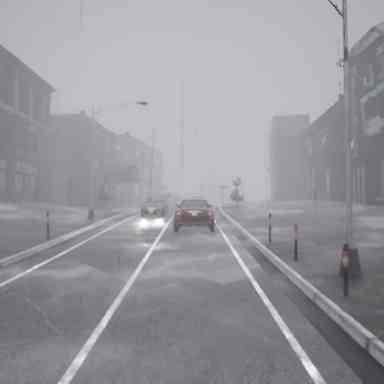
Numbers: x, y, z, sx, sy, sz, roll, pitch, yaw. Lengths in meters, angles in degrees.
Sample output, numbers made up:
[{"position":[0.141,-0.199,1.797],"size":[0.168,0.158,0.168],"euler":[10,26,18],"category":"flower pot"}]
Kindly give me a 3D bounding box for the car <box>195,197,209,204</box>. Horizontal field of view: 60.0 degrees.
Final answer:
[{"position":[1.988,1.623,66.912],"size":[1.895,1.301,4.718],"euler":[-1,-1,13],"category":"car"}]

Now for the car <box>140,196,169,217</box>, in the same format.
[{"position":[-2.941,1.125,26.810],"size":[2.128,1.511,4.902],"euler":[0,0,2],"category":"car"}]

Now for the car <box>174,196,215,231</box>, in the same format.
[{"position":[0.124,1.086,18.762],"size":[2.097,1.767,4.553],"euler":[0,1,0],"category":"car"}]

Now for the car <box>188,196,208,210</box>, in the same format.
[{"position":[0.749,1.178,37.571],"size":[2.033,1.411,5.357],"euler":[0,0,4],"category":"car"}]
